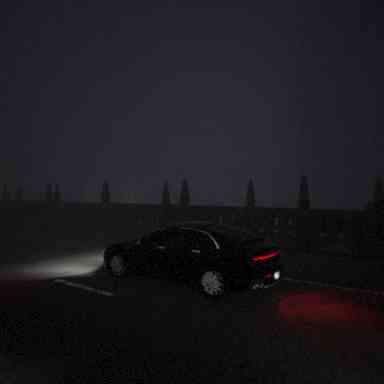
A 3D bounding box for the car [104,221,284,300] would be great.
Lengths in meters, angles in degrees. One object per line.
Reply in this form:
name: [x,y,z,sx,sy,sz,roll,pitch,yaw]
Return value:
car: [-0.178,1.503,8.417,4.892,1.490,1.837,0,0,36]
